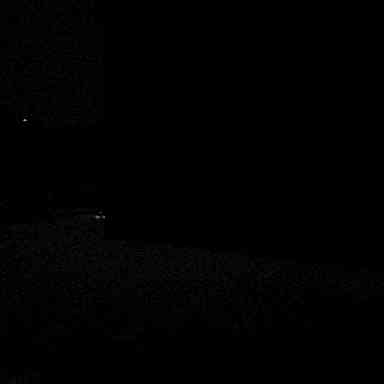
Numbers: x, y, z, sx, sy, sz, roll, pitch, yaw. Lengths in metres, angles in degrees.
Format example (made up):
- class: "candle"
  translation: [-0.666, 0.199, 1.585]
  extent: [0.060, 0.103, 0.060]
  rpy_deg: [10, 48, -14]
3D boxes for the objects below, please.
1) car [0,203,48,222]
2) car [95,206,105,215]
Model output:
- class: "car"
  translation: [-13.069, 1.588, 24.090]
  extent: [1.895, 1.301, 4.718]
  rpy_deg: [0, 0, 35]
- class: "car"
  translation: [-6.891, 1.516, 32.769]
  extent: [2.033, 1.411, 5.357]
  rpy_deg: [0, 0, 35]
